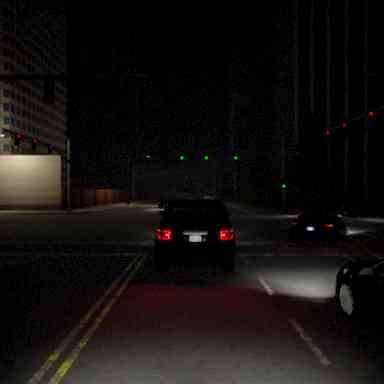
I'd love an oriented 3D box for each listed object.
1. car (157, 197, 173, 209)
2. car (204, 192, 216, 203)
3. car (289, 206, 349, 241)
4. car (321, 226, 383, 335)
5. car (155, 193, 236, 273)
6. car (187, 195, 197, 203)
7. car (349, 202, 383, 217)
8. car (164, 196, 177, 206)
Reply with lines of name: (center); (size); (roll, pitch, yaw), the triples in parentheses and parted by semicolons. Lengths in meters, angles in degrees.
car: (-3.575, 1.429, 45.148); (1.837, 1.490, 4.892); (0, 0, 0)
car: (3.526, 1.117, 66.363); (2.150, 2.045, 5.566); (0, 0, 0)
car: (6.012, 1.513, 15.767); (1.994, 1.385, 4.181); (0, 0, 30)
car: (3.601, 1.498, 4.332); (1.837, 1.490, 4.892); (0, 0, 0)
car: (0.091, 1.202, 10.768); (2.150, 2.045, 5.566); (0, 1, 0)
car: (0.026, 1.394, 66.335); (1.837, 1.490, 4.892); (0, 0, 0)
car: (15.640, 1.496, 29.161); (4.718, 1.301, 1.895); (0, 0, 0)
car: (-3.535, 1.384, 55.487); (1.882, 1.535, 5.008); (0, 0, 1)
